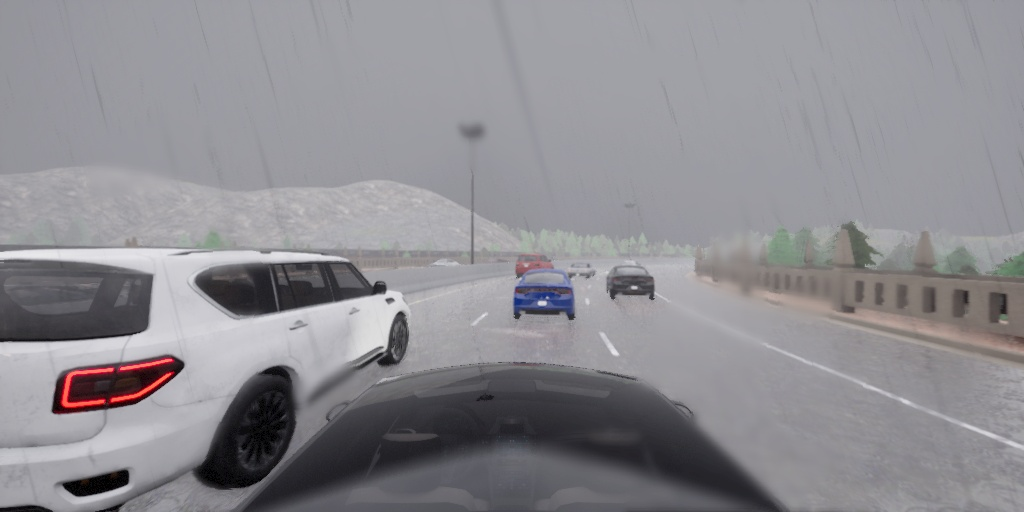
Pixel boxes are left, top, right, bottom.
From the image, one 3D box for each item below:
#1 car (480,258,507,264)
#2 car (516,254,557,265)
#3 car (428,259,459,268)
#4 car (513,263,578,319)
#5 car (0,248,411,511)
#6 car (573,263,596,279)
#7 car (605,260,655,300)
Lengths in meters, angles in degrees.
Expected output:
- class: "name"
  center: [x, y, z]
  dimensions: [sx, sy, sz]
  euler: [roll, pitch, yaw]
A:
- class: "car"
  center: [-2.373, 1.000, 46.954]
  dimensions: [1.882, 1.535, 5.008]
  euler: [0, 0, 28]
- class: "car"
  center: [1.972, 0.842, 30.239]
  dimensions: [2.150, 2.045, 5.566]
  euler: [0, 0, 19]
- class: "car"
  center: [-8.121, 1.045, 43.050]
  dimensions: [1.812, 1.442, 4.674]
  euler: [0, 0, 25]
- class: "car"
  center: [1.213, 1.180, 12.631]
  dimensions: [1.882, 1.535, 5.008]
  euler: [0, 0, 8]
- class: "car"
  center: [-3.154, 0.945, 4.746]
  dimensions: [2.150, 2.045, 5.566]
  euler: [0, 0, 3]
- class: "car"
  center: [6.183, 1.228, 31.544]
  dimensions: [1.895, 1.301, 4.718]
  euler: [1, 1, 21]
- class: "car"
  center: [5.679, 1.173, 17.601]
  dimensions: [1.882, 1.535, 5.008]
  euler: [0, 0, 12]
